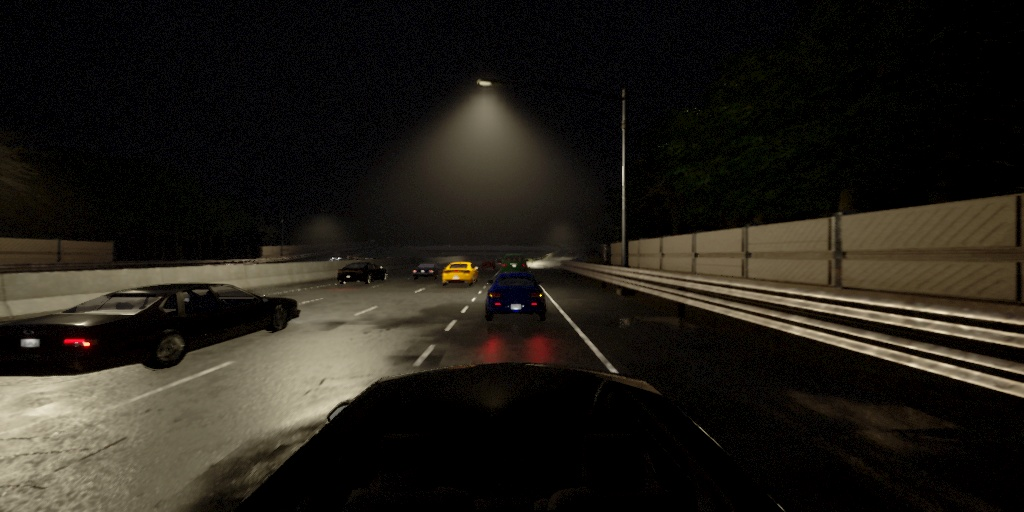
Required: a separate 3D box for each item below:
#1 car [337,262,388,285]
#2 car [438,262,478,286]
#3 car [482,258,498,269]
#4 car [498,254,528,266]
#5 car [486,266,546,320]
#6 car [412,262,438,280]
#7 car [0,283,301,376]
[{"bbox_3d":[-10.333,1.157,25.136,1.882,1.535,5.008,0,0,0],"label":"car"},{"bbox_3d":[-3.438,1.160,24.583,1.882,1.535,5.008,0,0,0],"label":"car"},{"bbox_3d":[-3.275,1.071,51.859,1.882,1.535,5.008,0,0,0],"label":"car"},{"bbox_3d":[0.216,0.881,31.045,2.150,2.045,5.566,0,0,1],"label":"car"},{"bbox_3d":[0.119,1.247,12.348,1.812,1.442,4.674,0,0,0],"label":"car"},{"bbox_3d":[-6.808,1.211,29.930,2.033,1.411,5.357,0,0,0],"label":"car"},{"bbox_3d":[-6.893,1.285,7.642,2.033,1.411,5.357,0,0,0],"label":"car"}]
